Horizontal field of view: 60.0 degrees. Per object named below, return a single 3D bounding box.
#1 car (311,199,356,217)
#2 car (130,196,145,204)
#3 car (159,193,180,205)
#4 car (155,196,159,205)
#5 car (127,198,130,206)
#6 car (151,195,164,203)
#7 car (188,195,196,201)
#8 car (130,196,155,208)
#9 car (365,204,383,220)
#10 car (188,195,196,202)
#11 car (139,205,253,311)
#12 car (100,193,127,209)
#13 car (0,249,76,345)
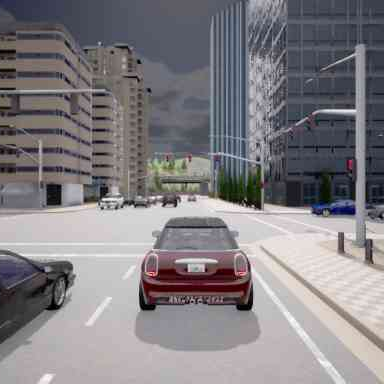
[{"bbox_3d":[13.292,1.422,29.837,5.008,1.535,1.882,0,0,1],"label":"car"},{"bbox_3d":[-10.542,1.491,64.578,2.128,1.511,4.902,0,0,1],"label":"car"},{"bbox_3d":[-3.398,1.221,52.202,2.150,2.045,5.566,0,0,0],"label":"car"},{"bbox_3d":[-7.083,1.491,57.459,2.128,1.511,4.902,0,0,0],"label":"car"},{"bbox_3d":[-10.594,1.601,54.201,1.895,1.301,4.718,0,0,0],"label":"car"},{"bbox_3d":[-7.016,1.491,67.708,2.128,1.511,4.902,0,0,0],"label":"car"},{"bbox_3d":[-0.004,1.493,84.305,1.812,1.442,4.674,0,0,0],"label":"car"},{"bbox_3d":[-7.101,1.547,47.946,2.033,1.411,5.357,0,0,0],"label":"car"},{"bbox_3d":[16.279,1.436,26.314,4.902,1.511,2.128,0,0,0],"label":"car"},{"bbox_3d":[-0.004,1.547,75.812,1.994,1.385,4.181,0,0,0],"label":"car"},{"bbox_3d":[0.082,1.352,7.940,2.097,1.767,4.553,0,0,0],"label":"car"},{"bbox_3d":[-10.601,1.222,44.433,2.150,2.045,5.566,0,0,0],"label":"car"},{"bbox_3d":[-3.434,1.547,4.742,2.033,1.411,5.357,0,0,0],"label":"car"}]
